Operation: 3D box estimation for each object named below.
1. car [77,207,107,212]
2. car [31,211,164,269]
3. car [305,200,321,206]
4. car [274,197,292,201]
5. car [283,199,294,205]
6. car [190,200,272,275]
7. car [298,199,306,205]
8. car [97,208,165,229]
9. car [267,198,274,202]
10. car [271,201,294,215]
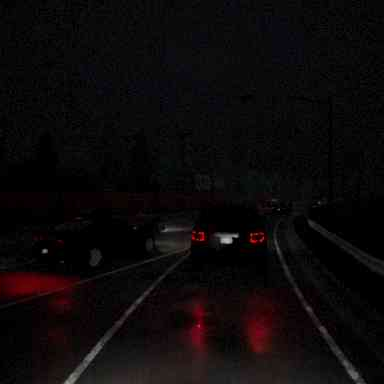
[{"bbox_3d":[-6.014,1.785,22.166,1.837,1.490,4.892,0,-1,26],"label":"car"},{"bbox_3d":[-3.194,1.630,11.900,1.882,1.535,5.008,0,-2,26],"label":"car"},{"bbox_3d":[27.974,2.616,76.759,1.994,1.385,4.181,0,-1,26],"label":"car"},{"bbox_3d":[17.429,2.210,62.724,2.097,1.767,4.553,0,-1,26],"label":"car"},{"bbox_3d":[25.631,2.732,88.014,2.128,1.511,4.902,0,-1,26],"label":"car"},{"bbox_3d":[1.345,1.376,11.299,2.150,2.045,5.566,0,0,10],"label":"car"},{"bbox_3d":[28.951,2.553,86.844,2.097,1.767,4.553,0,-1,26],"label":"car"},{"bbox_3d":[-3.320,1.817,19.693,1.994,1.385,4.181,0,-1,26],"label":"car"},{"bbox_3d":[15.965,2.447,67.742,1.812,1.442,4.674,0,-1,26],"label":"car"},{"bbox_3d":[11.482,2.144,42.331,1.994,1.385,4.181,0,-1,26],"label":"car"}]
